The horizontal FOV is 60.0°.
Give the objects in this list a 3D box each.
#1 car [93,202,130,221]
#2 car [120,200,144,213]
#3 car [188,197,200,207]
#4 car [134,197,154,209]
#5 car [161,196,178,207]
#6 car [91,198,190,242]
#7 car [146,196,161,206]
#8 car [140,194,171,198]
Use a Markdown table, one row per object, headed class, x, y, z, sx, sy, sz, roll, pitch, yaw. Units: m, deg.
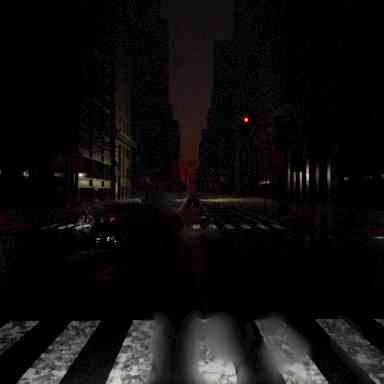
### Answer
| class | x | y | z | sx | sy | sz | roll | pitch | yaw |
| --- | --- | --- | --- | --- | --- | --- | --- | --- | --- |
| car | -6.617 | 1.585 | 27.860 | 1.895 | 1.301 | 4.718 | 0 | 0 | 1 |
| car | -6.598 | 1.577 | 36.975 | 1.895 | 1.301 | 4.718 | 0 | 0 | 0 |
| car | 0.100 | 1.469 | 48.858 | 1.837 | 1.490 | 4.892 | 0 | 0 | 0 |
| car | -6.591 | 1.458 | 46.384 | 2.128 | 1.511 | 4.902 | 0 | 0 | 0 |
| car | -3.332 | 1.452 | 50.421 | 2.128 | 1.511 | 4.902 | 0 | 0 | 0 |
| car | -2.596 | 1.335 | 16.632 | 4.553 | 1.767 | 2.097 | 0 | -1 | -44 |
| car | -6.559 | 1.497 | 57.039 | 2.033 | 1.411 | 5.357 | 0 | 0 | 0 |
| car | -3.349 | 1.204 | 29.905 | 2.150 | 2.045 | 5.566 | 0 | 0 | 0 |
